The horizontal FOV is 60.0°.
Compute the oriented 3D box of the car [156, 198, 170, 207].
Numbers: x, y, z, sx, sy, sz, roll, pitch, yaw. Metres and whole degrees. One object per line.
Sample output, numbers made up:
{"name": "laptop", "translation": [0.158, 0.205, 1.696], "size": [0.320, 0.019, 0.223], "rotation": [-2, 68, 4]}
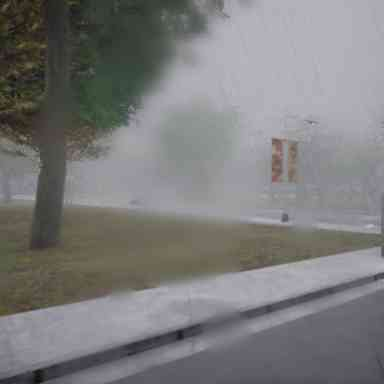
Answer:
{"name": "car", "translation": [-5.445, 1.679, 54.057], "size": [1.895, 1.301, 4.718], "rotation": [0, 0, -35]}

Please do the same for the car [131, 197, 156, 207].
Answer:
{"name": "car", "translation": [-7.955, 1.576, 51.972], "size": [1.837, 1.490, 4.892], "rotation": [0, -1, -35]}
